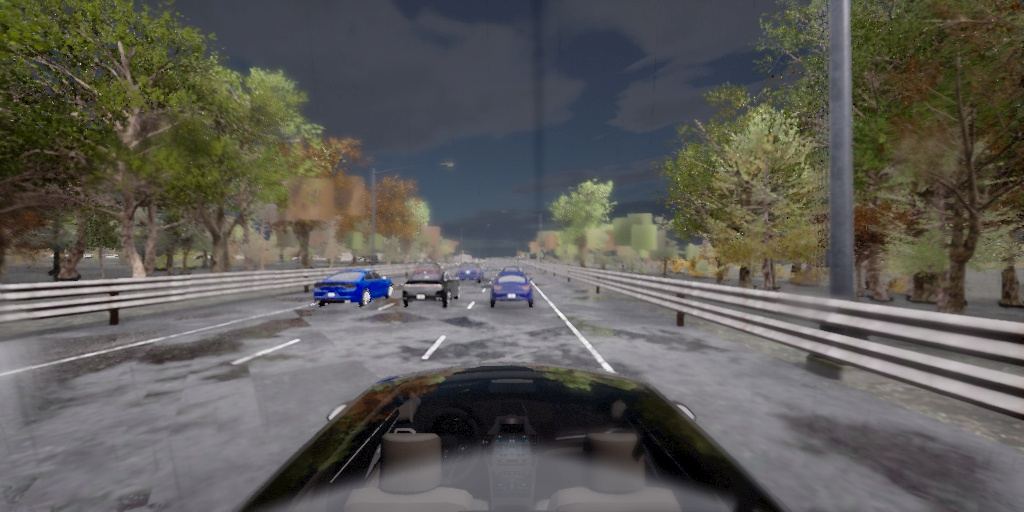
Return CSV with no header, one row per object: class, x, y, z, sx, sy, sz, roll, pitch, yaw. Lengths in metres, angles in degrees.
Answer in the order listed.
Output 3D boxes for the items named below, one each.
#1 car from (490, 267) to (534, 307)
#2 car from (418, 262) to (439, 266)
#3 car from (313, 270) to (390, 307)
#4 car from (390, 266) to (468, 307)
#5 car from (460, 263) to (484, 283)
car,-0.008,1.409,16.298,1.812,1.442,4.674,0,0,0
car,-7.066,1.365,30.989,2.097,1.767,4.553,0,-1,0
car,-7.007,1.361,16.384,1.882,1.535,5.008,0,0,0
car,-3.509,1.375,16.217,2.128,1.511,4.902,0,0,0
car,-3.566,1.366,31.012,2.097,1.767,4.553,0,-1,0
